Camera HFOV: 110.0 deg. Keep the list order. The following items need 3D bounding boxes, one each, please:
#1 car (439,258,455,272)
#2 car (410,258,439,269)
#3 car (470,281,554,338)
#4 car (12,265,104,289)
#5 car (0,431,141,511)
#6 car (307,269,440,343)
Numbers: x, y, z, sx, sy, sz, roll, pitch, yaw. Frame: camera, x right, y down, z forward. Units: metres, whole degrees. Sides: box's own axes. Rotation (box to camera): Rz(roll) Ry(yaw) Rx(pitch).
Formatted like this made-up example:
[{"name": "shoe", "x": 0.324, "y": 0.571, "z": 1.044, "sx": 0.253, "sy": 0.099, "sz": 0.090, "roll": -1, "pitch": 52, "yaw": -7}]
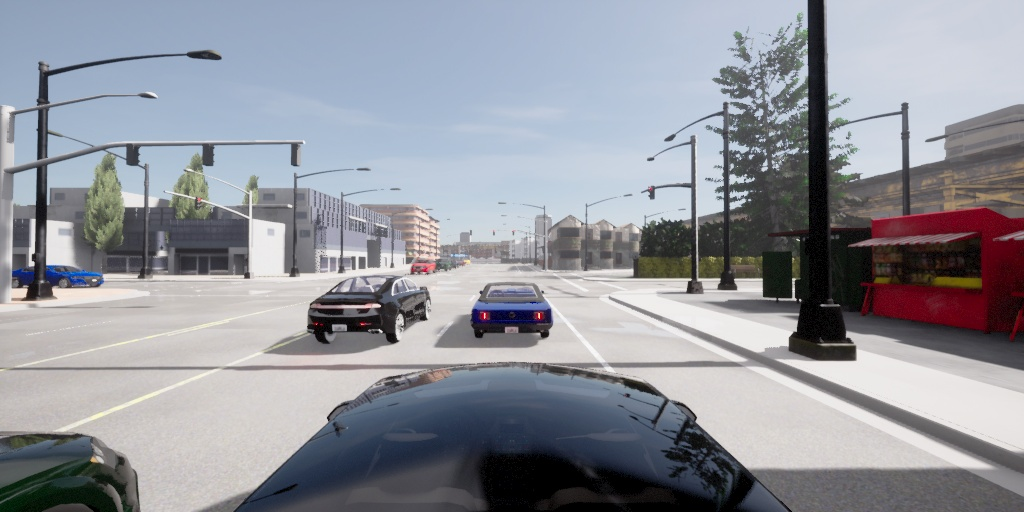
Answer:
[{"name": "car", "x": -11.146, "y": 1.389, "z": 57.617, "sx": 2.150, "sy": 2.045, "sz": 5.566, "roll": 0, "pitch": 0, "yaw": 0}, {"name": "car", "x": -11.018, "y": 1.313, "z": 44.693, "sx": 2.150, "sy": 2.045, "sz": 5.566, "roll": 0, "pitch": 0, "yaw": -1}, {"name": "car", "x": -0.010, "y": 1.365, "z": 10.185, "sx": 1.895, "sy": 1.301, "sz": 4.718, "roll": 0, "pitch": 0, "yaw": 0}, {"name": "car", "x": -29.746, "y": 1.316, "z": 23.405, "sx": 5.008, "sy": 1.535, "sz": 1.882, "roll": 0, "pitch": -1, "yaw": 0}, {"name": "car", "x": -3.373, "y": 1.314, "z": 0.538, "sx": 1.994, "sy": 1.385, "sz": 4.181, "roll": 0, "pitch": 0, "yaw": -1}, {"name": "car", "x": -3.511, "y": 1.257, "z": 9.707, "sx": 2.128, "sy": 1.511, "sz": 4.902, "roll": 0, "pitch": 0, "yaw": 0}]
